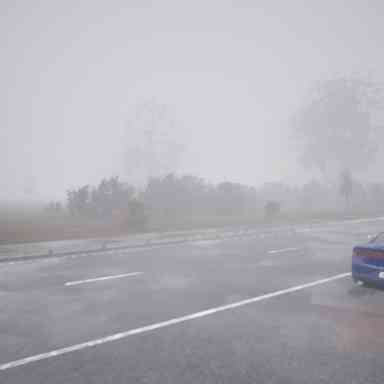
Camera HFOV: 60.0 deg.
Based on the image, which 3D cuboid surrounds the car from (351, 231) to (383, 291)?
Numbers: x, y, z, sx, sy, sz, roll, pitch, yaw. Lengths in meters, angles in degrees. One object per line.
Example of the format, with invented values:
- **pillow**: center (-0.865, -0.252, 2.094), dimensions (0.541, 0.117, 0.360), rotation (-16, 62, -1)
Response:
- **car**: center (5.850, 1.495, 8.053), dimensions (5.008, 1.535, 1.882), rotation (0, 0, -36)
